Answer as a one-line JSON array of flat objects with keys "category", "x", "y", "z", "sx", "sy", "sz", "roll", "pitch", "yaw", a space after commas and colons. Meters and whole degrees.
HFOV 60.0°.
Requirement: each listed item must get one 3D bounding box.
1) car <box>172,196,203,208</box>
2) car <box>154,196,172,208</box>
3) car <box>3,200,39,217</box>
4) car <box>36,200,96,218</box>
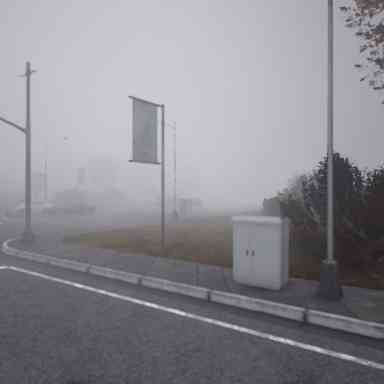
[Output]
[{"category": "car", "x": -0.313, "y": 1.446, "z": 47.074, "sx": 1.882, "sy": 1.535, "sz": 5.008, "roll": 0, "pitch": 0, "yaw": 33}, {"category": "car", "x": -3.574, "y": 1.316, "z": 48.467, "sx": 2.097, "sy": 1.767, "sz": 4.553, "roll": 0, "pitch": 0, "yaw": 33}, {"category": "car", "x": -14.855, "y": 1.491, "z": 30.692, "sx": 1.812, "sy": 1.442, "sz": 4.674, "roll": 0, "pitch": 0, "yaw": 32}, {"category": "car", "x": -11.113, "y": 1.570, "z": 30.060, "sx": 1.895, "sy": 1.301, "sz": 4.718, "roll": 0, "pitch": 0, "yaw": 32}]
